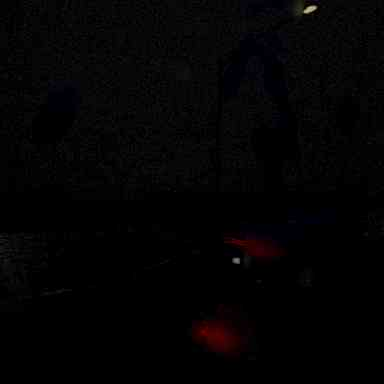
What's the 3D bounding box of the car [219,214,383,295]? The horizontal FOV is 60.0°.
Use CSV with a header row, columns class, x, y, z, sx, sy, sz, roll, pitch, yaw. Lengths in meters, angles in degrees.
class,x,y,z,sx,sy,sz,roll,pitch,yaw
car,2.995,1.284,8.203,5.008,1.535,1.882,1,2,-33
